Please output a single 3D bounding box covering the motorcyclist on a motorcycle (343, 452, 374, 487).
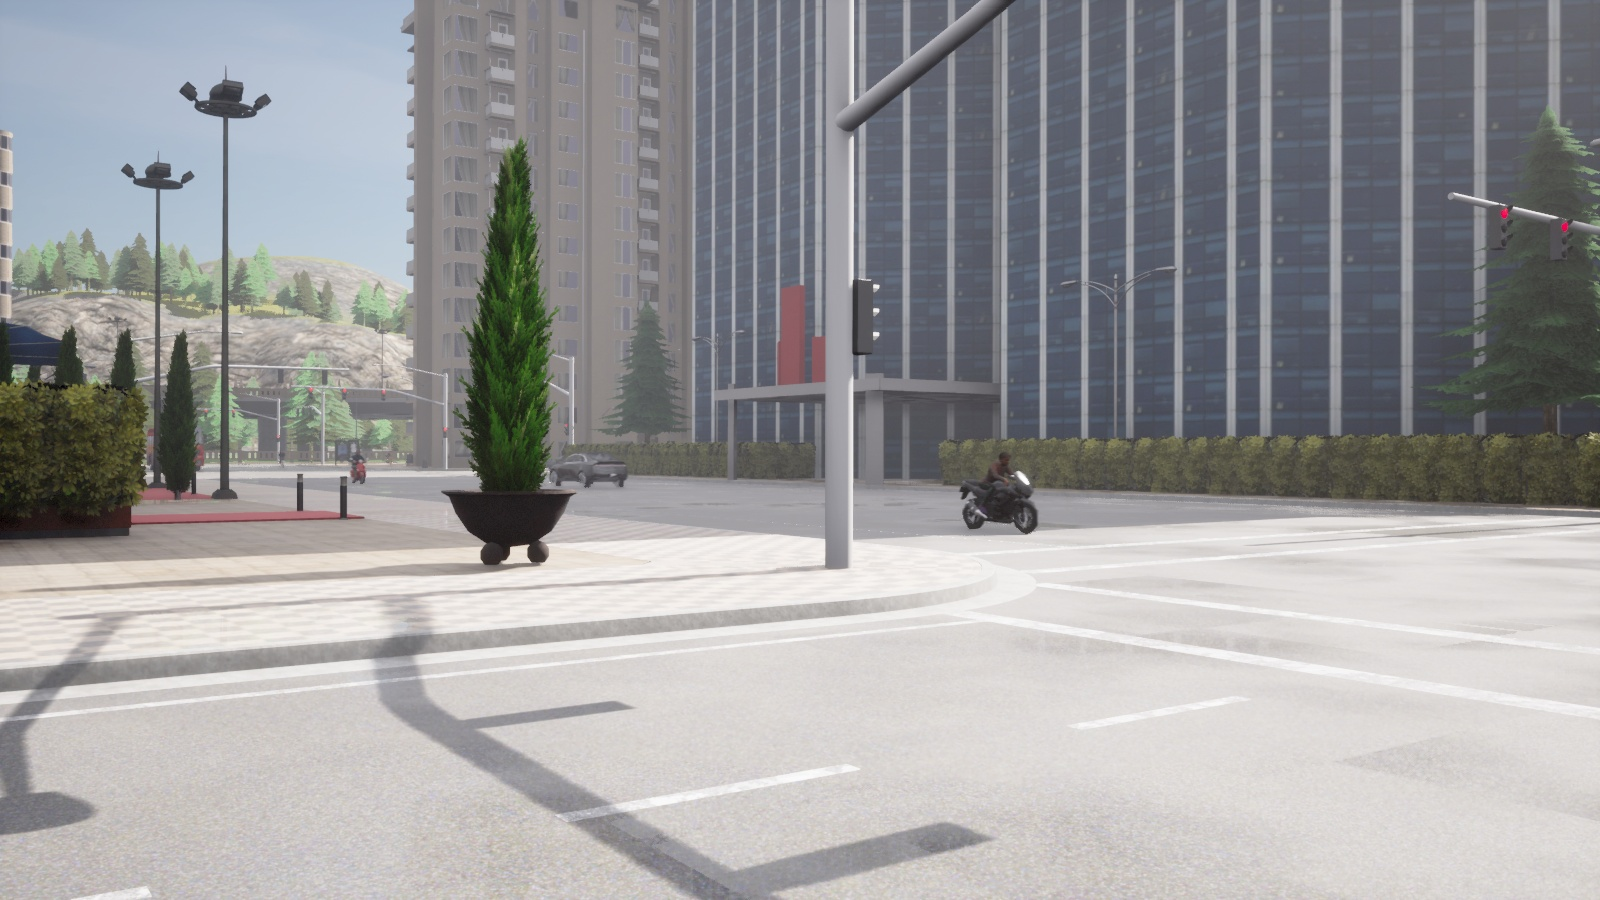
[{"bbox_3d":[-20.418,0.884,58.066,0.866,1.590,1.817,0,0,-35],"label":"motorcyclist on a motorcycle"}]

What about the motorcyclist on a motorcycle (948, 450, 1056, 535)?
[{"bbox_3d":[3.799,0.776,23.765,0.797,1.523,2.044,0,0,-35],"label":"motorcyclist on a motorcycle"}]

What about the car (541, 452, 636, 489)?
[{"bbox_3d":[-9.215,0.853,54.333,2.128,1.511,4.902,0,0,-35],"label":"car"}]
